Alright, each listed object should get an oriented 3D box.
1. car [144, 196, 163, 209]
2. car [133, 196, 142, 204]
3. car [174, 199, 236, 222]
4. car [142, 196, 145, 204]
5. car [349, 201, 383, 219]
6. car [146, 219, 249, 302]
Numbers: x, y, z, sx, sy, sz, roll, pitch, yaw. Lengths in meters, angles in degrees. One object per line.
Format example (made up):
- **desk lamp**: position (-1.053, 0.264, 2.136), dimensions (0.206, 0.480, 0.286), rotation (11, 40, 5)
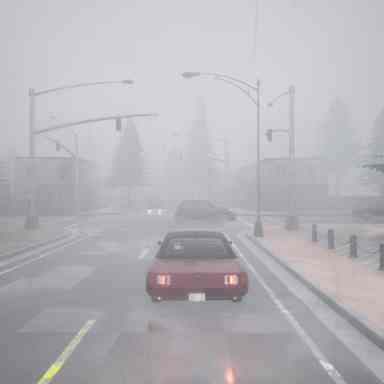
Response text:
- **car**: position (-4.818, 1.527, 43.404), dimensions (1.994, 1.385, 4.181), rotation (0, 0, -6)
- **car**: position (-9.568, 1.440, 61.890), dimensions (1.882, 1.535, 5.008), rotation (0, 0, -23)
- **car**: position (0.968, 1.338, 24.589), dimensions (4.553, 1.767, 2.097), rotation (0, 0, 2)
- **car**: position (-6.319, 1.467, 52.153), dimensions (1.837, 1.490, 4.892), rotation (0, 0, -15)
- **car**: position (15.775, 1.474, 27.844), dimensions (4.902, 1.511, 2.128), rotation (0, 0, 2)
- **car**: position (0.075, 1.600, 8.187), dimensions (1.895, 1.301, 4.718), rotation (0, 0, -1)
